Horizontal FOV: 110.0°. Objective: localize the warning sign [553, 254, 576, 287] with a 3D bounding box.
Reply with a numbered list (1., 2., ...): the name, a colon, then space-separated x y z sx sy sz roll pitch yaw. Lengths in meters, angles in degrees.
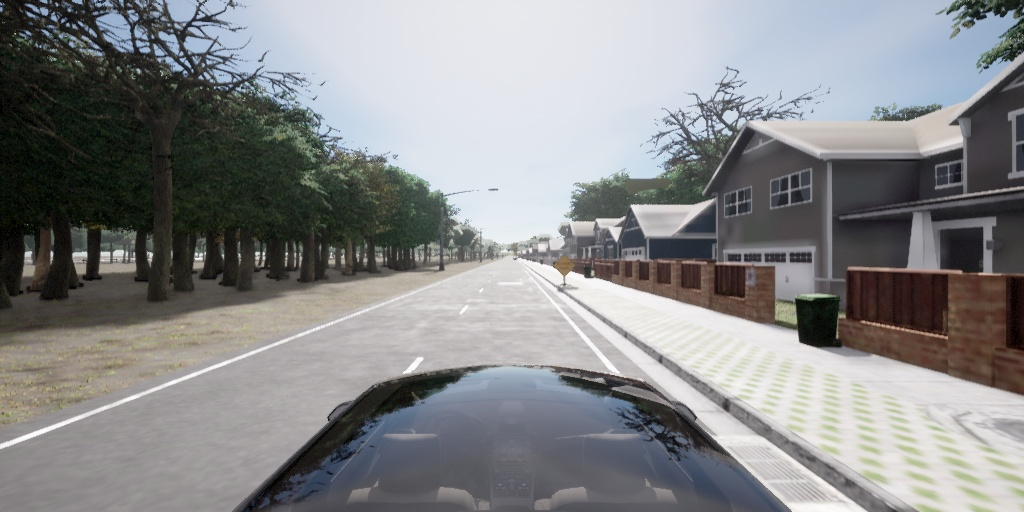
1. warning sign: 3.050 0.841 20.841 1.300 1.860 1.060 0 0 0
